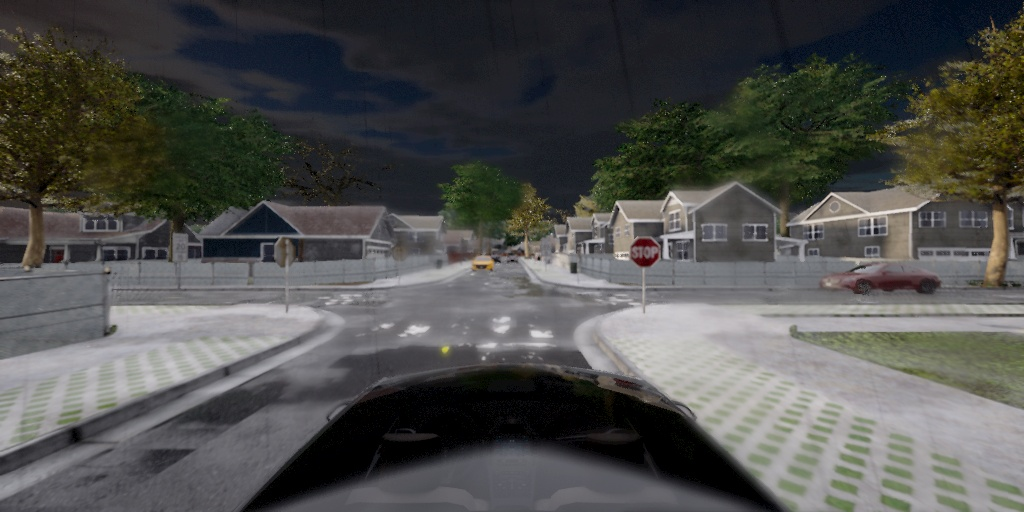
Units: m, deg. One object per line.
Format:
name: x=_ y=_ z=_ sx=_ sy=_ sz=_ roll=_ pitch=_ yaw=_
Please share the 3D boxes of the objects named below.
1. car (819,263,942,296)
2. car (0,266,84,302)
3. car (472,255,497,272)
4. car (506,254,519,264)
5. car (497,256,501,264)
car: x=17.188 y=1.062 z=16.822 sx=4.674 sy=1.442 sz=1.812 roll=0 pitch=-1 yaw=0
car: x=-20.380 y=1.109 z=14.177 sx=5.357 sy=1.411 sz=2.033 roll=0 pitch=-1 yaw=0
car: x=-2.800 y=0.725 z=35.469 sx=1.882 sy=1.535 sz=5.008 roll=0 pitch=1 yaw=0
car: x=0.063 y=0.473 z=57.668 sx=2.033 sy=1.411 sz=5.357 roll=0 pitch=1 yaw=0
car: x=-2.699 y=0.466 z=58.132 sx=2.033 sy=1.411 sz=5.357 roll=0 pitch=1 yaw=0
